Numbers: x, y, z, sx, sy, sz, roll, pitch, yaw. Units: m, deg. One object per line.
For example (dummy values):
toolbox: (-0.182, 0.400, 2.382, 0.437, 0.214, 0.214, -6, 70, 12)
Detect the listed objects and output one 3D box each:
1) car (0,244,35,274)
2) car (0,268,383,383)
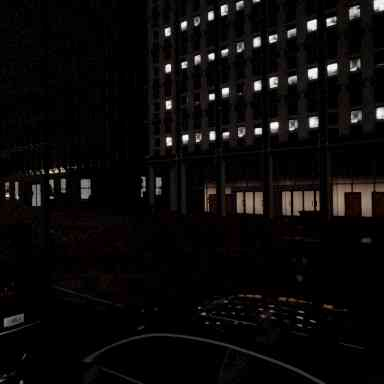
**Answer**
car: (-4.248, 1.553, 5.903, 4.403, 1.369, 2.008, 0, -1, 35)
car: (0.291, 1.551, 2.678, 4.403, 1.369, 2.008, 0, -1, 35)
